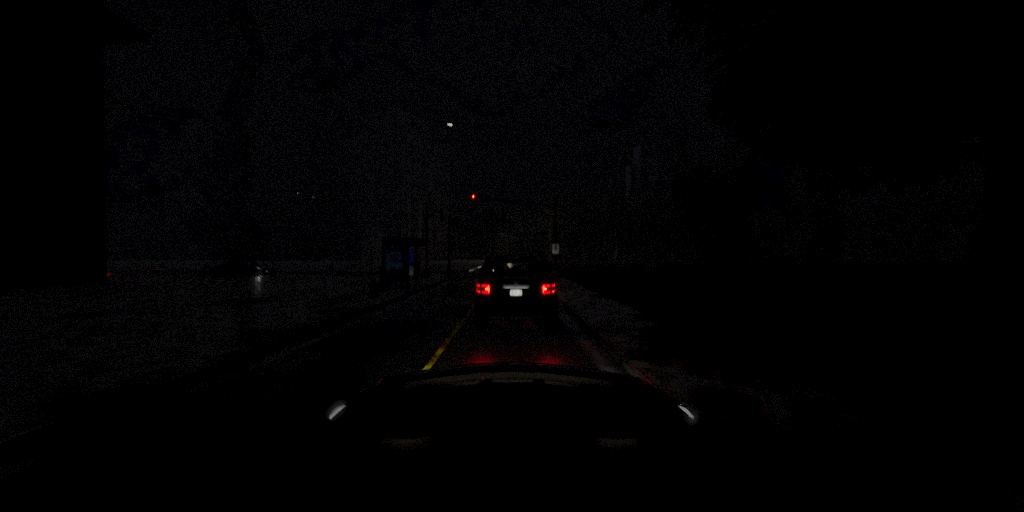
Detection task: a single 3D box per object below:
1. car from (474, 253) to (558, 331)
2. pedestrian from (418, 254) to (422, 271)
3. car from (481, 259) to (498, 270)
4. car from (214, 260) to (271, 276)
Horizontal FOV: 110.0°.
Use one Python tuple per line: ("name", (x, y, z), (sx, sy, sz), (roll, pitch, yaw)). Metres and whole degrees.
("car", (0.102, 0.944, 11.065), (2.150, 2.045, 5.566), (0, 0, 0))
("pedestrian", (-10.058, 0.704, 38.858), (0.375, 1.860, 0.375), (0, 0, 1))
("car", (-3.057, 1.119, 50.460), (2.033, 1.411, 5.357), (0, 0, 0))
("car", (-24.765, 1.116, 33.008), (4.674, 1.442, 1.812), (0, 1, 1))
